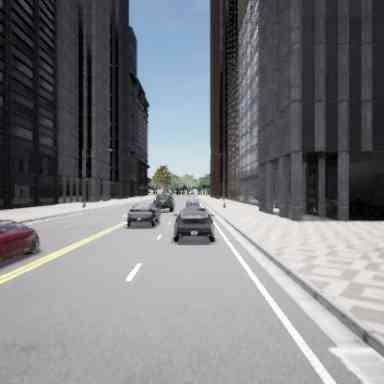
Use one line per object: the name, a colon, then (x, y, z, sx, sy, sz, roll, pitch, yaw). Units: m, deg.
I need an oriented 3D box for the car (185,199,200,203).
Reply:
car: (0.094, 1.561, 42.705, 2.033, 1.411, 5.357, 0, 0, 0)

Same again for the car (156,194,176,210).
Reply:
car: (-3.190, 1.236, 39.374, 2.150, 2.045, 5.566, 0, 0, 0)

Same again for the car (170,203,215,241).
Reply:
car: (0.098, 1.506, 16.723, 1.837, 1.490, 4.892, 0, 0, 0)

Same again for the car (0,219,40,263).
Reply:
car: (-6.589, 1.564, 10.572, 1.994, 1.385, 4.181, 0, 0, 0)

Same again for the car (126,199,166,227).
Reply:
car: (-3.239, 1.494, 22.970, 2.128, 1.511, 4.902, 0, 0, 0)
